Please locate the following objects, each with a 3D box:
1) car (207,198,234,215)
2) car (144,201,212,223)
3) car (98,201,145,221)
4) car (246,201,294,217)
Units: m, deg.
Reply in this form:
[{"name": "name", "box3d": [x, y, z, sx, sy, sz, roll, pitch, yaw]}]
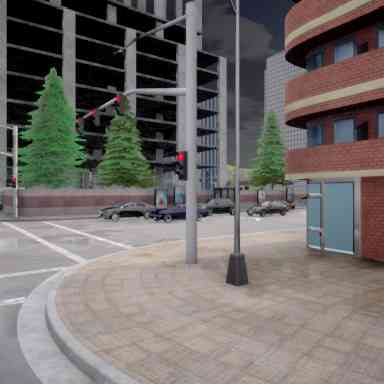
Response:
[{"name": "car", "box3d": [2.202, 1.407, 32.889, 4.553, 1.767, 2.097, 0, 0, -35]}, {"name": "car", "box3d": [-1.023, 1.656, 26.323, 4.718, 1.301, 1.895, 0, 0, -35]}, {"name": "car", "box3d": [-5.285, 1.547, 27.596, 4.902, 1.511, 2.128, 0, 0, -35]}, {"name": "car", "box3d": [7.360, 1.581, 32.243, 4.674, 1.442, 1.812, 0, 0, -35]}]
